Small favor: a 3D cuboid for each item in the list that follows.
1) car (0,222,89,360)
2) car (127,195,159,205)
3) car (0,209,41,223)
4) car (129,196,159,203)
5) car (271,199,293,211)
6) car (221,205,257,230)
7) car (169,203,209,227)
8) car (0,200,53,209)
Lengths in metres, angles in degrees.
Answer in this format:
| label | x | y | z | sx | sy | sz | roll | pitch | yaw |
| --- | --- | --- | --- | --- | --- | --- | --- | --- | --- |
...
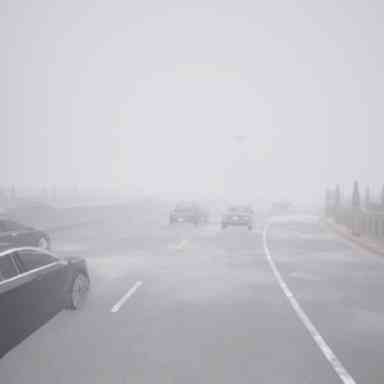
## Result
| label | x | y | z | sx | sy | sz | roll | pitch | yaw |
| --- | --- | --- | --- | --- | --- | --- | --- | --- | --- |
| car | -3.099 | 1.474 | 4.881 | 2.128 | 1.511 | 4.902 | 0 | 0 | 3 |
| car | -7.506 | 1.199 | 51.211 | 2.033 | 1.411 | 5.357 | 0 | 0 | 29 |
| car | -6.133 | 1.471 | 9.921 | 1.837 | 1.490 | 4.892 | 0 | 0 | 7 |
| car | -5.685 | 1.305 | 39.068 | 2.097 | 1.767 | 4.553 | 0 | 0 | 23 |
| car | 11.138 | 1.559 | 41.067 | 1.812 | 1.442 | 4.674 | 0 | 0 | 29 |
| car | 3.116 | 1.552 | 21.484 | 2.033 | 1.411 | 5.357 | 0 | 0 | 15 |
| car | -0.084 | 1.481 | 22.743 | 2.128 | 1.511 | 4.902 | 0 | 0 | 15 |
| car | -13.547 | 1.417 | 27.216 | 2.128 | 1.511 | 4.902 | 0 | 0 | 16 |
